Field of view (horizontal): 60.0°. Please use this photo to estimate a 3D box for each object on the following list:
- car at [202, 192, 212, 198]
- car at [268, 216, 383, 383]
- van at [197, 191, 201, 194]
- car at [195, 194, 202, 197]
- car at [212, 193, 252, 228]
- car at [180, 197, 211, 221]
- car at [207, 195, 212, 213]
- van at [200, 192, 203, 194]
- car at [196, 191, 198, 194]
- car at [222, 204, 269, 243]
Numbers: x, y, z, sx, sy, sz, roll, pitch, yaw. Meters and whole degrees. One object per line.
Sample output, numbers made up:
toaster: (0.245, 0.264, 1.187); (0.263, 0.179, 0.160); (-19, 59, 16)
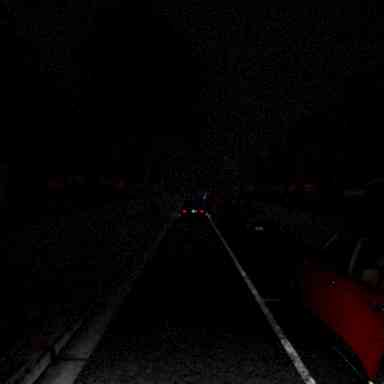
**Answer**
car: (2.649, 1.056, 37.291); (2.192, 1.841, 5.009); (1, 0, 0)
car: (2.650, 1.287, 4.046); (2.192, 1.841, 5.009); (1, 0, 0)
van: (2.647, 0.820, 76.075); (1.690, 1.788, 3.998); (1, 0, 0)
car: (0.099, 1.309, 42.104); (1.895, 1.301, 4.718); (0, 0, 0)
car: (2.650, 1.172, 20.669); (2.192, 1.841, 5.009); (1, 0, 0)
car: (0.091, 1.371, 25.484); (2.033, 1.411, 5.357); (0, 0, 0)
car: (2.647, 1.325, 31.752); (1.887, 1.381, 4.507); (1, 0, 0)
van: (2.649, 0.966, 53.914); (1.690, 1.788, 3.998); (1, 0, 0)
car: (2.644, 0.970, 81.788); (1.752, 1.417, 4.829); (1, 0, 0)
car: (2.647, 1.461, 15.129); (1.947, 1.339, 4.313); (1, 0, 0)
